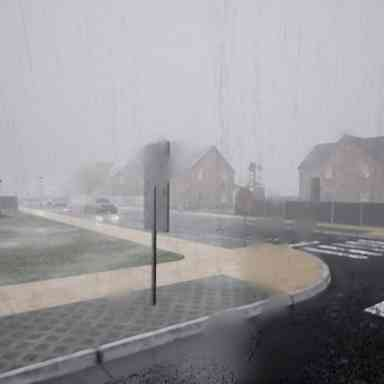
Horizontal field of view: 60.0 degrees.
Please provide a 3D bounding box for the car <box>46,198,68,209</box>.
[{"bbox_3d":[-19.073,1.556,46.641,2.033,1.411,5.357,1,-1,-36],"label":"car"}]

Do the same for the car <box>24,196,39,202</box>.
[{"bbox_3d":[-34.966,1.578,73.168,1.994,1.385,4.181,1,-1,-36],"label":"car"}]

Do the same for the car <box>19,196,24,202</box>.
[{"bbox_3d":[-40.876,1.710,81.287,2.033,1.411,5.357,1,-1,-36],"label":"car"}]

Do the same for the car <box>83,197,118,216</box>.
[{"bbox_3d":[-8.999,1.319,32.637,2.097,1.767,4.553,1,0,-36],"label":"car"}]
